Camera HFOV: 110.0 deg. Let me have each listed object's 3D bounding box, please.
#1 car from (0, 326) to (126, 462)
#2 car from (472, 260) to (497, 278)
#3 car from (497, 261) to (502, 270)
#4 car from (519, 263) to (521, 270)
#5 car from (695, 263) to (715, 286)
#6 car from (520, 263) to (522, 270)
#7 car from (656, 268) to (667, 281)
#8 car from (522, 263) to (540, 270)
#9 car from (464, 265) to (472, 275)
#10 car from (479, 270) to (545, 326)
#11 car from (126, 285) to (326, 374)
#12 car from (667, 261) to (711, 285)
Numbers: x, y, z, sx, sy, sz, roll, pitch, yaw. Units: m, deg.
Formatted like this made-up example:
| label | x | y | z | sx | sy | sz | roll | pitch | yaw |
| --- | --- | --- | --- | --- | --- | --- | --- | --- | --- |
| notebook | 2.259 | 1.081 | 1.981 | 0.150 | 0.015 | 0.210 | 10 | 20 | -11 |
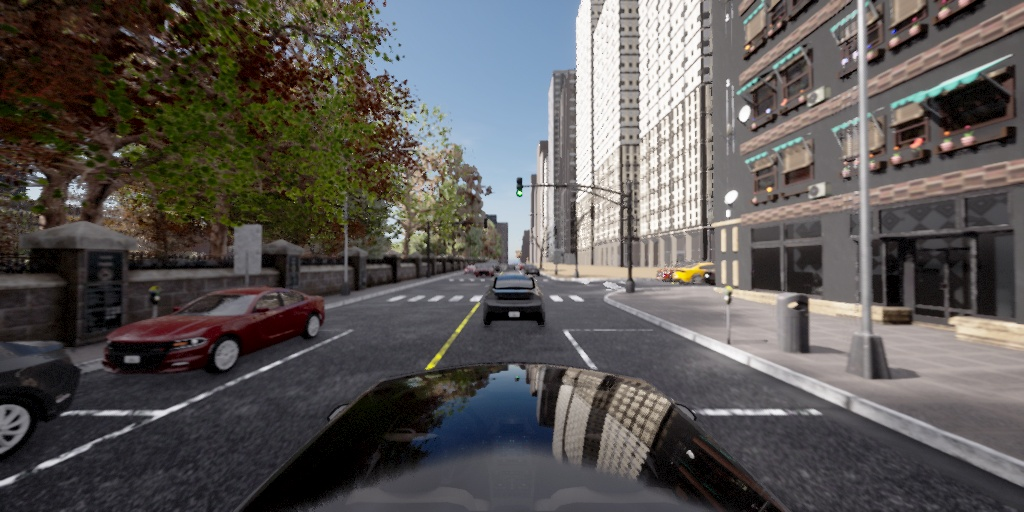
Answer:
| label | x | y | z | sx | sy | sz | roll | pitch | yaw |
| --- | --- | --- | --- | --- | --- | --- | --- | --- | --- |
| car | -5.767 | 1.307 | 2.198 | 2.007 | 1.370 | 4.403 | 0 | 0 | 0 |
| car | -3.167 | 1.607 | 42.304 | 2.097 | 1.767 | 4.553 | 0 | -1 | 0 |
| car | -3.167 | 1.681 | 58.095 | 2.150 | 2.045 | 5.566 | 0 | -1 | 0 |
| car | 2.587 | 2.007 | 56.933 | 1.948 | 1.339 | 4.313 | 0 | 0 | 0 |
| car | 14.647 | 1.284 | 23.114 | 4.313 | 1.339 | 1.948 | 0 | 0 | 0 |
| car | 2.598 | 1.934 | 51.301 | 1.948 | 1.339 | 4.313 | 0 | 0 | 0 |
| car | 14.035 | 1.178 | 28.921 | 4.553 | 1.767 | 2.097 | -1 | -1 | -3 |
| car | 2.608 | 1.862 | 45.669 | 1.948 | 1.339 | 4.313 | 0 | 0 | 0 |
| car | -5.783 | 1.951 | 51.285 | 1.802 | 1.307 | 4.207 | 0 | 0 | 0 |
| car | 0.080 | 1.382 | 12.227 | 1.837 | 1.490 | 4.892 | 0 | -1 | 0 |
| car | -5.829 | 1.368 | 7.737 | 1.888 | 1.381 | 4.507 | 0 | 0 | 0 |
| car | 14.280 | 1.245 | 25.781 | 5.008 | 1.535 | 1.882 | -1 | -1 | 0 |
